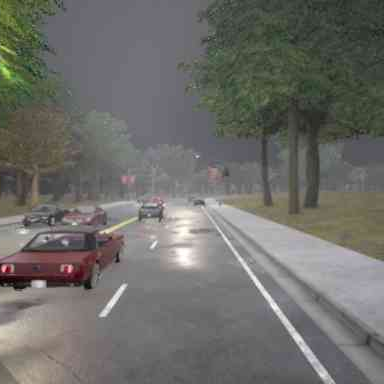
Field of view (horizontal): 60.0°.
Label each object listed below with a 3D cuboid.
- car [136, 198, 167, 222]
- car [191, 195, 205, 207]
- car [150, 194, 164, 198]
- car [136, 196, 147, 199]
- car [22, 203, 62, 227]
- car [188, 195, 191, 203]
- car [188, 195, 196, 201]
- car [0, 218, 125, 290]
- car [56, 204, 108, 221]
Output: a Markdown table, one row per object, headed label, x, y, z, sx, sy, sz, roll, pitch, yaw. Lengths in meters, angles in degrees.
| label | x | y | z | sx | sy | sz | roll | pitch | yaw |
| --- | --- | --- | --- | --- | --- | --- | --- | --- | --- |
| car | -3.149 | 1.520 | 26.881 | 2.128 | 1.511 | 4.902 | 0 | 0 | 0 |
| car | 1.140 | 1.570 | 52.719 | 1.837 | 1.490 | 4.892 | 0 | 0 | 0 |
| car | -6.520 | 1.306 | 62.750 | 2.150 | 2.045 | 5.566 | 0 | 0 | 1 |
| car | -9.756 | 1.585 | 64.980 | 1.837 | 1.490 | 4.892 | 0 | 0 | 0 |
| car | -9.847 | 1.528 | 22.955 | 1.837 | 1.490 | 4.892 | 0 | 0 | 0 |
| car | 0.004 | 1.571 | 72.382 | 2.128 | 1.511 | 4.902 | 0 | 0 | 0 |
| car | 0.052 | 1.492 | 88.463 | 1.882 | 1.535 | 5.008 | 0 | 0 | 3 |
| car | -3.149 | 1.611 | 9.068 | 1.895 | 1.301 | 4.718 | 0 | 0 | 0 |
| car | -6.607 | 1.548 | 21.056 | 1.812 | 1.442 | 4.674 | 0 | 0 | 0 |
